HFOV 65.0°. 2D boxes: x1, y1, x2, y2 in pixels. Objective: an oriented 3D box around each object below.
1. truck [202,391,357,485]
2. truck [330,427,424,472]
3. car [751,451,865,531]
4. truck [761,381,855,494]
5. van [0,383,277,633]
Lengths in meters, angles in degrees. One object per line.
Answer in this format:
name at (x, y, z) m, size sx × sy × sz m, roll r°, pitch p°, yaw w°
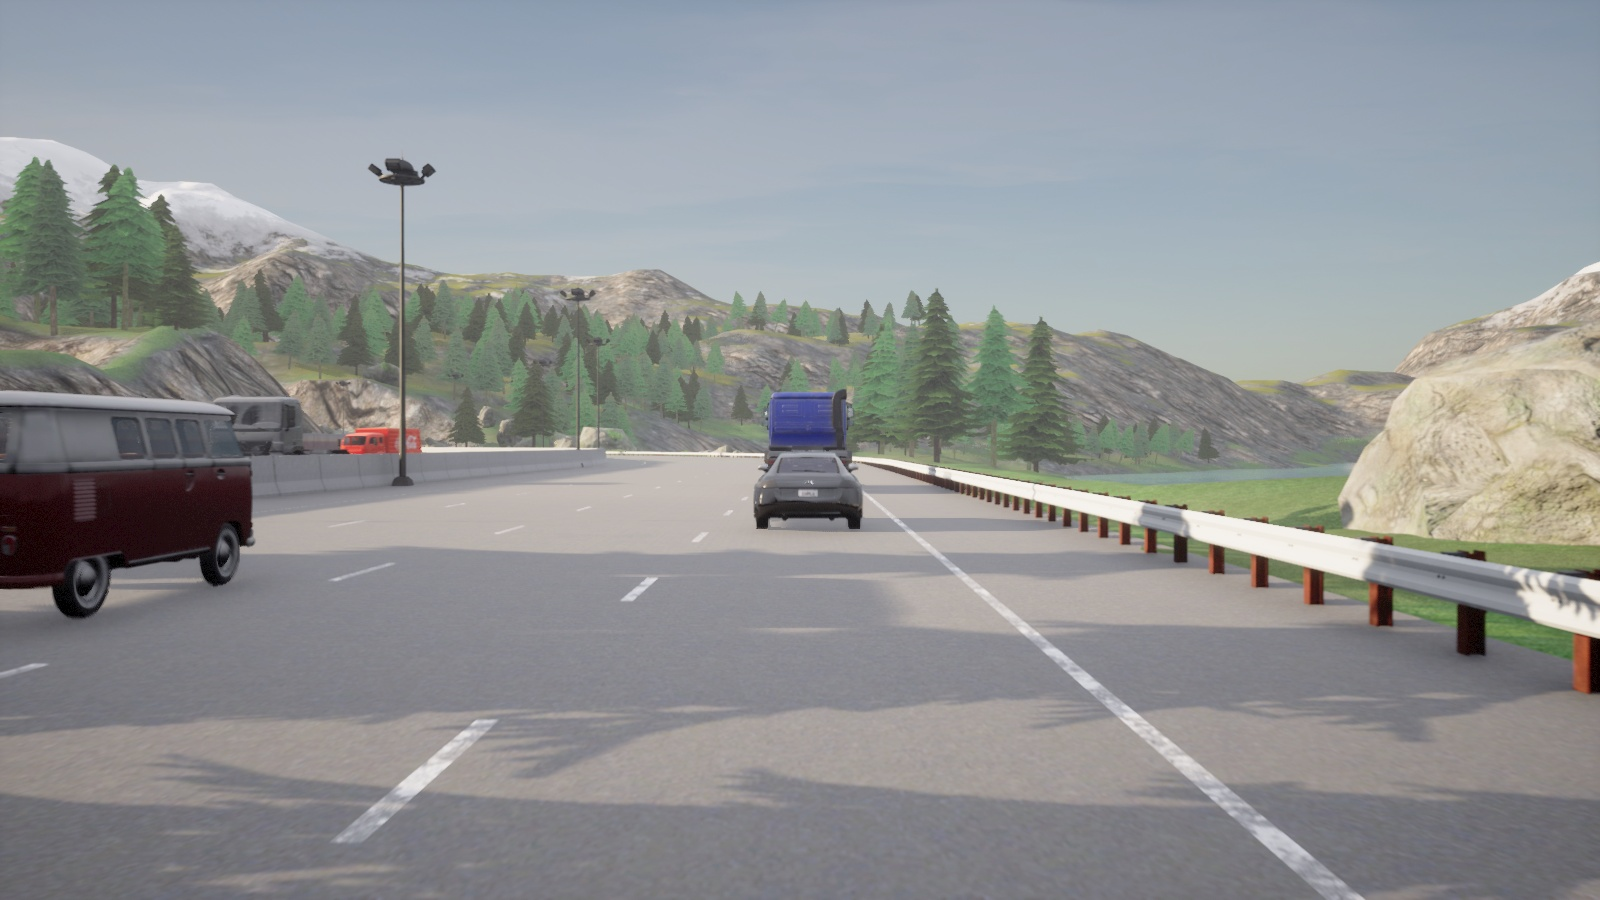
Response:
truck at (-20.690, -0.456, 50.484) m, size 2.891 × 3.462 × 7.936 m, roll 0°, pitch 0°, yaw 0°
truck at (-23.756, -0.051, 70.823) m, size 2.627 × 2.467 × 5.204 m, roll -1°, pitch 0°, yaw 14°
car at (0.155, 0.713, 23.966) m, size 1.994 × 1.385 × 4.181 m, roll 0°, pitch 0°, yaw 0°
truck at (0.264, -0.407, 42.461) m, size 2.891 × 3.462 × 7.936 m, roll 0°, pitch 0°, yaw 0°
van at (-6.914, 0.446, 12.205) m, size 1.775 × 1.987 × 4.442 m, roll 0°, pitch 0°, yaw 0°
